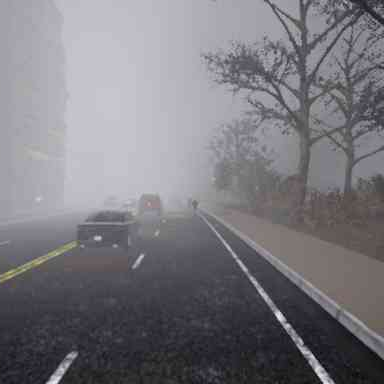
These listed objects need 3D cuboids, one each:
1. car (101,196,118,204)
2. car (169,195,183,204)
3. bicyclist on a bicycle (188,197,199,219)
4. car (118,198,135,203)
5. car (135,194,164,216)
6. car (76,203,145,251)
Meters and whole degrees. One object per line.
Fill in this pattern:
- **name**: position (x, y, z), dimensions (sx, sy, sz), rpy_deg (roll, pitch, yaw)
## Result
- **car**: position (-11.624, 1.324, 47.785), dimensions (2.097, 1.767, 4.553), rpy_deg (0, 0, -4)
- **car**: position (-2.755, 1.510, 60.646), dimensions (1.994, 1.385, 4.181), rpy_deg (0, 0, -5)
- **bicyclist on a bicycle**: position (0.252, 1.348, 28.027), dimensions (0.659, 1.776, 1.843), rpy_deg (0, 0, -2)
- **car**: position (-8.120, 1.518, 44.221), dimensions (2.033, 1.411, 5.357), rpy_deg (0, 0, -4)
- **car**: position (-4.021, 1.198, 32.843), dimensions (2.150, 2.045, 5.566), rpy_deg (0, 0, -3)
- **car**: position (-3.347, 1.470, 14.126), dimensions (1.882, 1.535, 5.008), rpy_deg (0, 0, -1)
